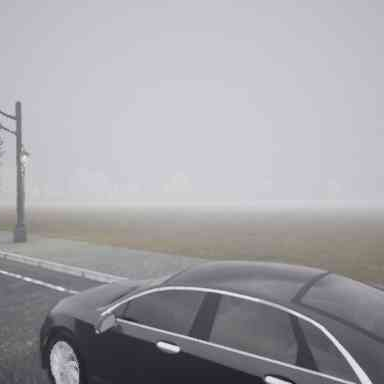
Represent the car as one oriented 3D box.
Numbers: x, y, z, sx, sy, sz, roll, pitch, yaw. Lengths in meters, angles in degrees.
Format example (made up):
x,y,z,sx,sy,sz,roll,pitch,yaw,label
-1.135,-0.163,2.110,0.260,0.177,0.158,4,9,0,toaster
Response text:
x,y,z,sx,sy,sz,roll,pitch,yaw,label
0.342,1.511,3.470,4.892,1.490,1.837,0,0,36,car
